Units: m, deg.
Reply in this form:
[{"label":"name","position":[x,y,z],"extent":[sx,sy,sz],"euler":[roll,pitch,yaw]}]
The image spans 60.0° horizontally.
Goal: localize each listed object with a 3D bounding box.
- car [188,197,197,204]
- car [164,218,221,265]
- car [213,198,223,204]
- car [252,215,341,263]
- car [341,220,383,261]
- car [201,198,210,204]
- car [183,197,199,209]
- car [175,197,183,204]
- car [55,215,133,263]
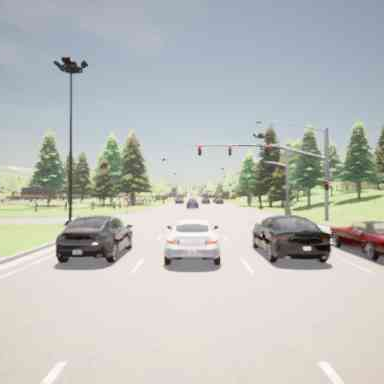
[{"label":"car","position":[0.124,2.283,87.048],"extent":[2.097,1.767,4.553],"euler":[0,-1,0]},{"label":"car","position":[0.024,1.658,12.148],"extent":[1.812,1.442,4.674],"euler":[0,-1,0]},{"label":"car","position":[7.123,2.447,86.650],"extent":[2.128,1.511,4.902],"euler":[0,-1,0]},{"label":"car","position":[3.530,1.615,12.640],"extent":[1.882,1.535,5.008],"euler":[0,-1,0]},{"label":"car","position":[7.032,1.739,12.816],"extent":[1.895,1.301,4.718],"euler":[0,-1,1]},{"label":"car","position":[3.624,2.283,87.043],"extent":[2.097,1.767,4.553],"euler":[0,-1,0]},{"label":"car","position":[0.080,1.955,56.020],"extent":[2.097,1.767,4.553],"euler":[0,-1,0]},{"label":"car","position":[-3.376,2.480,87.047],"extent":[1.994,1.385,4.181],"euler":[0,-1,0]},{"label":"car","position":[-3.471,1.640,12.546],"extent":[1.837,1.490,4.892],"euler":[0,-1,0]}]
